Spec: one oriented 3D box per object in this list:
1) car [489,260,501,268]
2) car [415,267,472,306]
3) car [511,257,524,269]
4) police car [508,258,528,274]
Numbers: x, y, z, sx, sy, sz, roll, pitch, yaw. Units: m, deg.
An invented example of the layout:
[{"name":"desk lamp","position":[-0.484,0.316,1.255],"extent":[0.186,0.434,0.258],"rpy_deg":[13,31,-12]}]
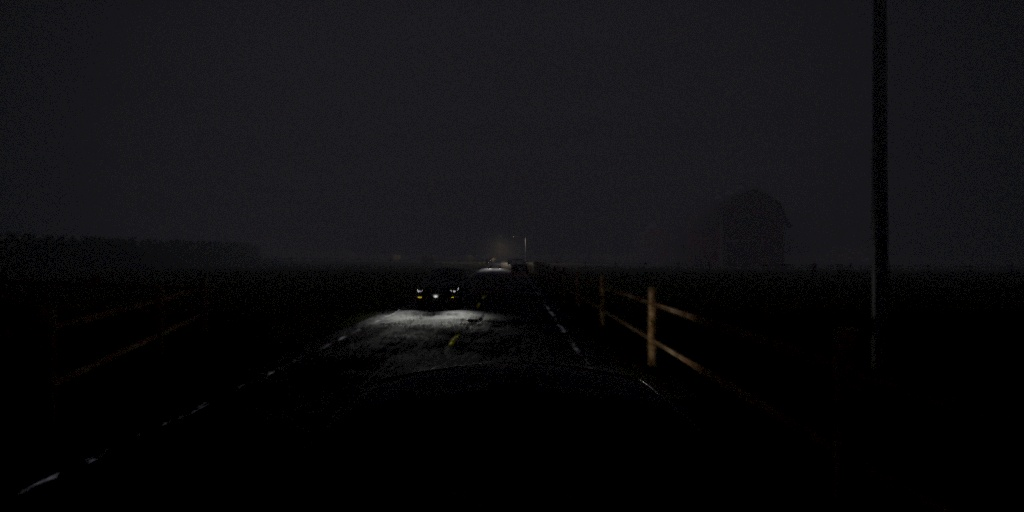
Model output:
[{"name":"car","position":[-2.779,1.330,59.002],"extent":[1.895,1.301,4.718],"rpy_deg":[0,0,1]},{"name":"car","position":[-2.848,1.251,15.807],"extent":[1.837,1.490,4.892],"rpy_deg":[0,0,0]},{"name":"car","position":[0.829,1.081,56.447],"extent":[2.097,1.767,4.553],"rpy_deg":[0,0,0]},{"name":"police car","position":[0.828,1.162,40.587],"extent":[1.930,1.638,5.238],"rpy_deg":[0,0,0]}]
